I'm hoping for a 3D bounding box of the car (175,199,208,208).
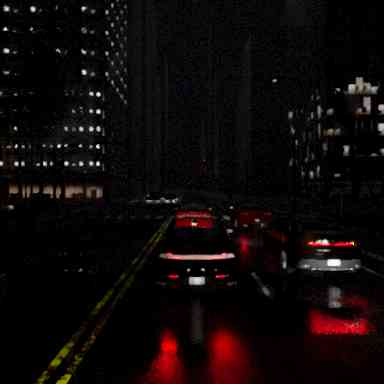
[{"bbox_3d":[0.081,1.284,18.058,1.882,1.535,5.008,0,1,0],"label":"car"}]

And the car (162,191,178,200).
[{"bbox_3d":[-4.042,0.851,63.932,1.994,1.385,4.181,0,1,0],"label":"car"}]

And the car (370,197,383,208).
[{"bbox_3d":[24.439,1.154,40.795,4.902,1.511,2.128,0,0,2],"label":"car"}]

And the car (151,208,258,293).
[{"bbox_3d":[0.091,1.400,8.562,2.128,1.511,4.902,0,1,0],"label":"car"}]

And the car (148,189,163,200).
[{"bbox_3d":[-7.293,0.638,63.967,2.097,1.767,4.553,0,1,0],"label":"car"}]

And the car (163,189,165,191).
[{"bbox_3d":[-7.542,0.329,79.428,2.150,2.045,5.566,0,1,-1],"label":"car"}]

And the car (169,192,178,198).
[{"bbox_3d":[-4.285,0.662,79.054,1.994,1.385,4.181,0,1,-1],"label":"car"}]

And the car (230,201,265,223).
[{"bbox_3d":[3.330,1.269,19.460,1.882,1.535,5.008,0,1,0],"label":"car"}]

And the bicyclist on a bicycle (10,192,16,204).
[{"bbox_3d":[-25.206,0.897,46.859,0.582,1.620,1.656,0,0,2],"label":"bicyclist on a bicycle"}]

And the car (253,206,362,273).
[{"bbox_3d":[3.340,1.395,10.236,1.837,1.490,4.892,0,1,0],"label":"car"}]
